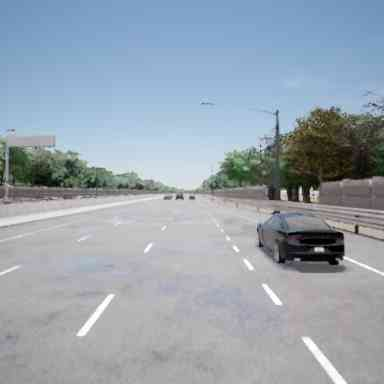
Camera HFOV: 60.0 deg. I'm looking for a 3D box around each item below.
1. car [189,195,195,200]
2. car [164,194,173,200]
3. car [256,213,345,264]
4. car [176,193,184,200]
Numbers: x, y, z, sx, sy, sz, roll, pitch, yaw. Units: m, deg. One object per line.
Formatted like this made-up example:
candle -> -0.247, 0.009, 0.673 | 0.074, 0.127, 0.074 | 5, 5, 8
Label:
car -> -0.004, 1.545, 94.486 | 1.882, 1.535, 5.008 | 0, 0, 0
car -> -7.004, 1.592, 94.486 | 2.128, 1.511, 4.902 | 0, 0, 0
car -> 3.595, 1.482, 11.874 | 1.882, 1.535, 5.008 | 0, 0, 0
car -> -3.504, 1.292, 94.516 | 2.150, 2.045, 5.566 | 0, 0, 0
